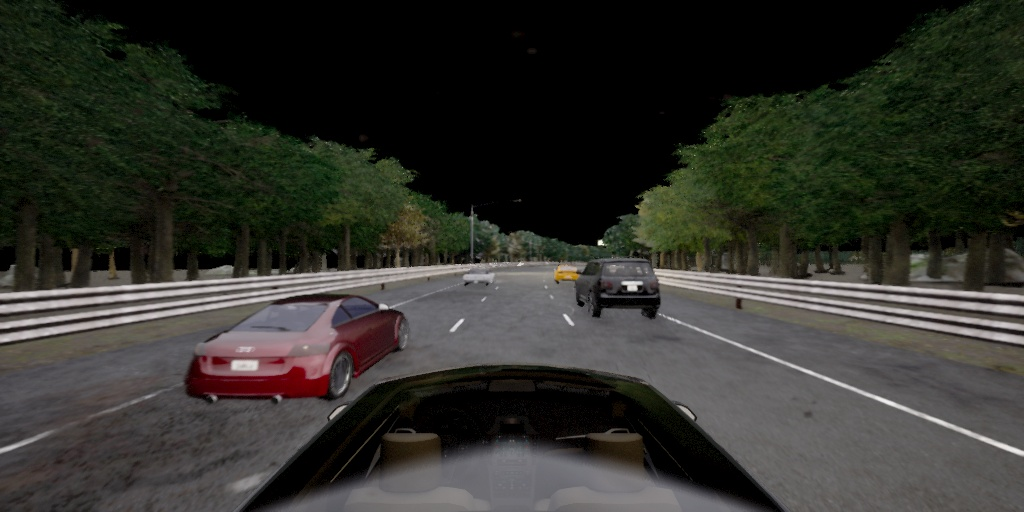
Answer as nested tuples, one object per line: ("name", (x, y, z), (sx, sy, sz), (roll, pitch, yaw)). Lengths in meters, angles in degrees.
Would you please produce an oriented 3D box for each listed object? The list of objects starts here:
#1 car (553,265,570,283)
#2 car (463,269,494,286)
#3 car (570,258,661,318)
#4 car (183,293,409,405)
("car", (4.764, 1.568, 31.836), (1.882, 1.535, 5.008), (0, 0, 4))
("car", (-2.508, 1.649, 28.335), (1.895, 1.301, 4.718), (0, -1, 4))
("car", (3.805, 1.116, 13.805), (2.150, 2.045, 5.566), (0, -1, 2))
("car", (-3.339, 1.363, 6.520), (1.994, 1.385, 4.181), (0, -1, 1))
